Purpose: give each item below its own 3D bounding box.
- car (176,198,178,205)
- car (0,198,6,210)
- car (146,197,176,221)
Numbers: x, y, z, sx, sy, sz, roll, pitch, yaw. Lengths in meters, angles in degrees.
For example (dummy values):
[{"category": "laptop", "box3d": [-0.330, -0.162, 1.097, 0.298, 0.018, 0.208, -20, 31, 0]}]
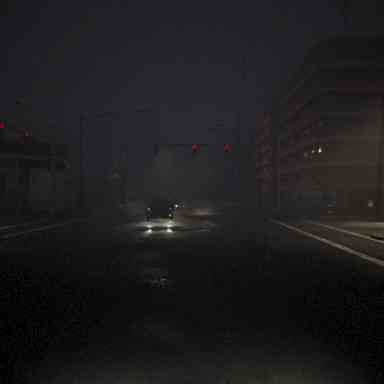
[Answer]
[{"category": "car", "box3d": [-3.213, 1.547, 42.834, 2.033, 1.411, 5.357, 0, 0, 0]}, {"category": "car", "box3d": [-24.023, 1.456, 38.959, 3.806, 1.475, 1.970, 0, 0, 1]}, {"category": "car", "box3d": [-2.654, 1.351, 27.539, 2.097, 1.767, 4.553, 0, 0, -5]}]
